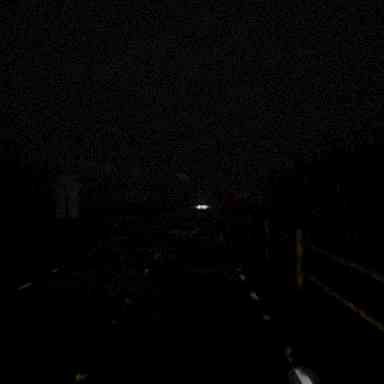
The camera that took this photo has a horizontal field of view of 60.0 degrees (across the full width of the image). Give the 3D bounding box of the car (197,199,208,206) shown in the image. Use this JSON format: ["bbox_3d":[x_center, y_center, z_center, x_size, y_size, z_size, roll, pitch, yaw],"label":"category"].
[{"bbox_3d":[2.347,2.218,72.075,2.128,1.511,4.902,0,-1,9],"label":"car"}]
